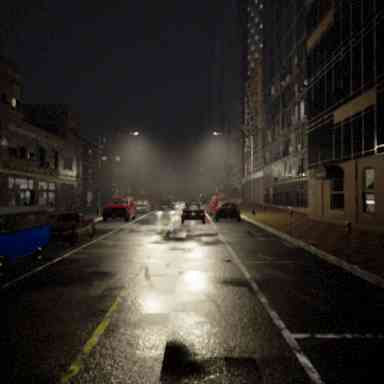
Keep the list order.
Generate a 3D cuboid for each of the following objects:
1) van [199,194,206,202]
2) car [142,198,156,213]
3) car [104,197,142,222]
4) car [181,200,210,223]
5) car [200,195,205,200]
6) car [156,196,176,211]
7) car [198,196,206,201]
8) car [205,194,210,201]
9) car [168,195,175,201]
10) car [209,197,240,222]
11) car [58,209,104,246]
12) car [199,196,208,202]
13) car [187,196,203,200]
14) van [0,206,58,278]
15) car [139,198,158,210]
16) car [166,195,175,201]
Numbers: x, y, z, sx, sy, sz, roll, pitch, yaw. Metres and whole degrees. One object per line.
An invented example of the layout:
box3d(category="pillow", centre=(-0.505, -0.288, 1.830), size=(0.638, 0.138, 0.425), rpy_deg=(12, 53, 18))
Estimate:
box3d(category="van", centre=(2.661, 1.446, 83.071), size=(1.690, 1.788, 3.998), rpy_deg=(1, 0, 0))
box3d(category="car", centre=(-5.685, 1.595, 37.972), size=(2.008, 1.369, 4.403), rpy_deg=(1, 0, 0))
box3d(category="car", centre=(-5.679, 1.346, 26.685), size=(2.192, 1.841, 5.009), rpy_deg=(1, 0, 0))
box3d(category="car", centre=(0.086, 1.577, 25.548), size=(2.033, 1.411, 5.357), rpy_deg=(0, 0, 0))
box3d(category="car", centre=(2.691, 1.640, 60.494), size=(1.947, 1.339, 4.313), rpy_deg=(1, 0, 0))
box3d(category="car", centre=(-3.098, 1.553, 40.936), size=(1.837, 1.490, 4.892), rpy_deg=(0, 0, 0))
box3d(category="car", centre=(2.653, 1.679, 88.715), size=(1.947, 1.339, 4.313), rpy_deg=(1, 0, 0))
box3d(category="car", centre=(2.700, 1.353, 32.275), size=(2.192, 1.841, 5.009), rpy_deg=(1, 0, 0))
box3d(category="car", centre=(-5.695, 1.646, 94.242), size=(1.752, 1.417, 4.829), rpy_deg=(1, 0, 0))
box3d(category="car", centre=(2.699, 1.471, 26.631), size=(1.967, 1.590, 4.097), rpy_deg=(1, 0, 0))
box3d(category="car", centre=(-5.681, 1.600, 15.397), size=(1.802, 1.307, 4.206), rpy_deg=(1, 0, 0))
box3d(category="car", centre=(2.672, 1.648, 77.426), size=(2.008, 1.369, 4.403), rpy_deg=(1, 0, 0))
box3d(category="car", centre=(0.076, 1.554, 40.141), size=(1.837, 1.490, 4.892), rpy_deg=(0, 0, 0))
box3d(category="van", centre=(-5.676, 1.353, 9.752), size=(1.690, 1.788, 3.998), rpy_deg=(1, 0, 0))
box3d(category="car", centre=(-5.686, 1.596, 43.616), size=(1.887, 1.381, 4.507), rpy_deg=(1, 0, 0))
box3d(category="car", centre=(-5.692, 1.553, 88.769), size=(1.967, 1.590, 4.097), rpy_deg=(1, 0, 0))
